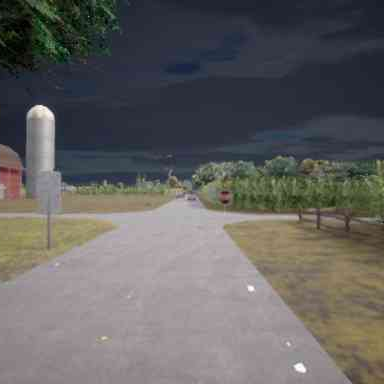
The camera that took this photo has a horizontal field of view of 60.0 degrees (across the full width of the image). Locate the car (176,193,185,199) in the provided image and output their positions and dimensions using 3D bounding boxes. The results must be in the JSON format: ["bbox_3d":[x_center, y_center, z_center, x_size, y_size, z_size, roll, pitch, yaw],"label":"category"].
[{"bbox_3d":[-2.769,0.997,81.036,1.994,1.385,4.181,0,0,0],"label":"car"}]

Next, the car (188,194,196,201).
[{"bbox_3d":[-0.018,1.387,76.859,1.994,1.385,4.181,0,0,0],"label":"car"}]

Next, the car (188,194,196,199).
[{"bbox_3d":[-0.020,1.241,86.896,1.895,1.301,4.718,0,0,0],"label":"car"}]
